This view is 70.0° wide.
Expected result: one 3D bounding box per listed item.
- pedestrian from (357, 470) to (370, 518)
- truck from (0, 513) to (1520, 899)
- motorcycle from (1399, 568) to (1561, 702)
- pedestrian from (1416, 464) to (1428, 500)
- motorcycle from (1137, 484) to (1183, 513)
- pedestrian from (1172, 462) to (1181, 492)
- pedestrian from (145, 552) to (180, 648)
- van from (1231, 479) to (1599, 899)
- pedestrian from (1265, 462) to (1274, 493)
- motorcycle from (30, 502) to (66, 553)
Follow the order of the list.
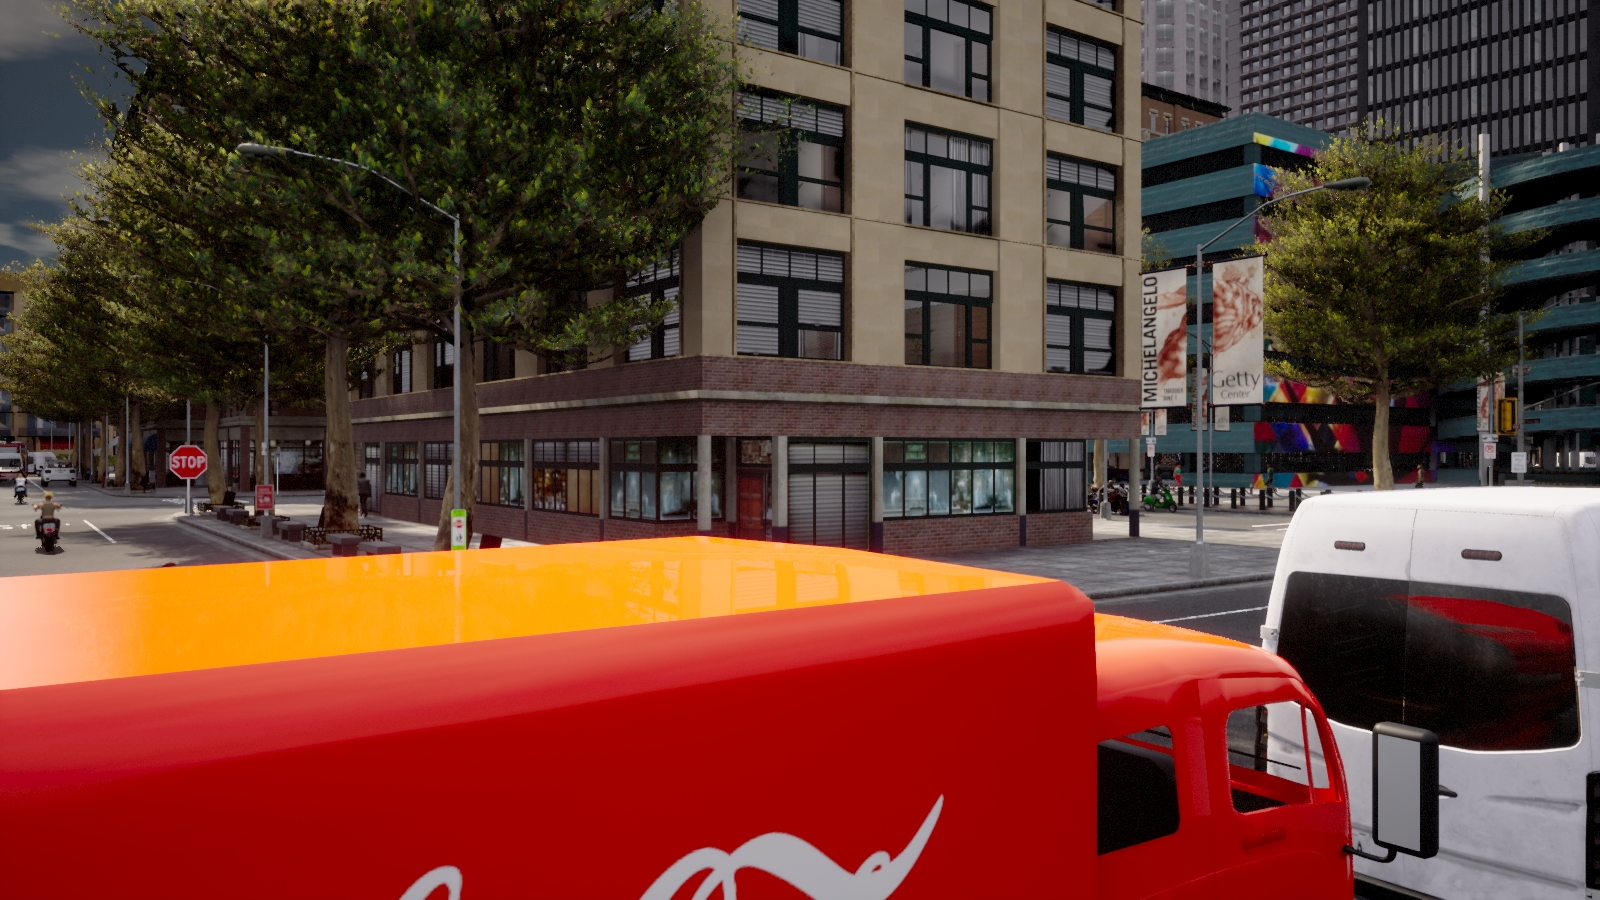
[{"bbox_3d":[-16.888,1.691,44.198,0.375,1.860,0.375,0,0,-36],"label":"pedestrian"},{"bbox_3d":[-0.425,1.567,3.494,5.204,2.467,2.627,0,0,-35],"label":"truck"},{"bbox_3d":[8.180,2.164,13.697,2.356,1.277,0.764,0,0,-35],"label":"motorcycle"},{"bbox_3d":[32.848,1.674,60.334,0.375,1.860,0.375,0,0,-30],"label":"pedestrian"},{"bbox_3d":[16.126,2.166,51.225,0.856,1.236,1.805,0,0,-35],"label":"motorcycle"},{"bbox_3d":[23.681,1.674,71.810,0.375,1.860,0.375,0,0,-35],"label":"pedestrian"},{"bbox_3d":[-9.073,2.128,16.260,0.375,1.300,0.375,0,0,-40],"label":"pedestrian"},{"bbox_3d":[5.568,1.531,7.705,5.915,2.561,1.988,0,0,-35],"label":"van"},{"bbox_3d":[28.406,1.672,69.143,0.375,1.860,0.375,0,0,-27],"label":"pedestrian"},{"bbox_3d":[-21.285,2.169,32.319,0.764,1.277,2.356,0,0,-35],"label":"motorcycle"}]
